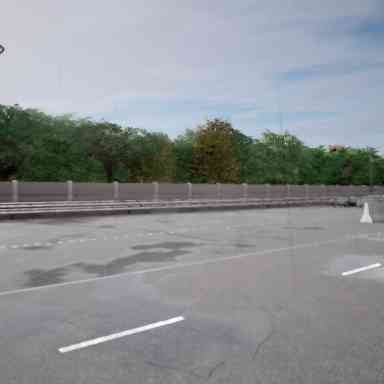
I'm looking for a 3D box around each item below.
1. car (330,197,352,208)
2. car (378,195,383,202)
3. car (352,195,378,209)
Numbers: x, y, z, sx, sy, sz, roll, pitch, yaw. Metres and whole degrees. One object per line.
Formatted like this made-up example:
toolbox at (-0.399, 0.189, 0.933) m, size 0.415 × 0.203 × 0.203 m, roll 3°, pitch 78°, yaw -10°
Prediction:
car at (20.526, 1.382, 44.797) m, size 4.181 × 1.385 × 1.994 m, roll 1°, pitch 2°, yaw -36°
car at (24.306, 1.199, 38.931) m, size 4.553 × 1.767 × 2.097 m, roll 0°, pitch 0°, yaw -36°
car at (22.812, 1.196, 42.165) m, size 4.553 × 1.767 × 2.097 m, roll 0°, pitch 0°, yaw -36°
